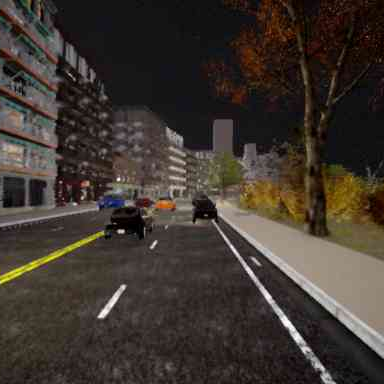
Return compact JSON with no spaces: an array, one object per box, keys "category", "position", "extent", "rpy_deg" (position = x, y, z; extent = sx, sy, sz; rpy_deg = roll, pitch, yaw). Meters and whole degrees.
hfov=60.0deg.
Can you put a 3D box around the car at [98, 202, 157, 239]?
[{"category":"car","position":[-3.152,1.501,17.196],"extent":[1.837,1.490,4.892],"rpy_deg":[0,0,0]}]

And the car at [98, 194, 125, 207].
[{"category":"car","position":[-9.706,1.219,40.685],"extent":[2.150,2.045,5.566],"rpy_deg":[0,0,2]}]

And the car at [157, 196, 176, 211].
[{"category":"car","position":[-3.041,1.349,40.016],"extent":[2.097,1.767,4.553],"rpy_deg":[0,0,1]}]

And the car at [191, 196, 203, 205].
[{"category":"car","position":[0.954,1.491,60.160],"extent":[1.882,1.535,5.008],"rpy_deg":[0,0,4]}]

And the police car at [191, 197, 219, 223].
[{"category":"police car","position":[0.974,1.421,25.752],"extent":[1.930,1.638,5.238],"rpy_deg":[0,0,0]}]

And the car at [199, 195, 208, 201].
[{"category":"car","position":[2.869,1.376,80.799],"extent":[1.837,1.490,4.892],"rpy_deg":[0,0,7]}]

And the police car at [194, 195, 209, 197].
[{"category":"police car","position":[0.994,1.421,35.697],"extent":[1.930,1.638,5.238],"rpy_deg":[0,0,1]}]

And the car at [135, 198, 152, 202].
[{"category":"car","position":[-6.361,1.476,43.671],"extent":[1.882,1.535,5.008],"rpy_deg":[0,0,2]}]
